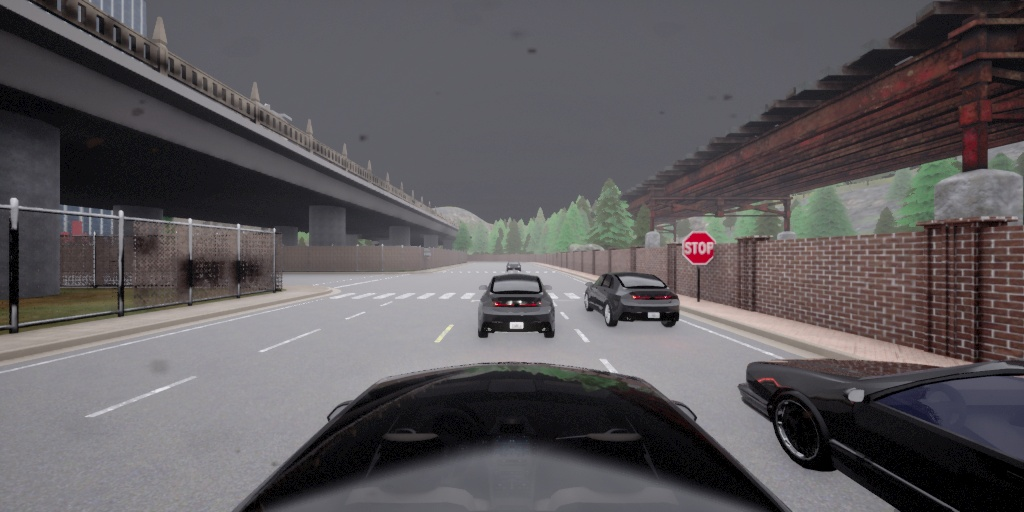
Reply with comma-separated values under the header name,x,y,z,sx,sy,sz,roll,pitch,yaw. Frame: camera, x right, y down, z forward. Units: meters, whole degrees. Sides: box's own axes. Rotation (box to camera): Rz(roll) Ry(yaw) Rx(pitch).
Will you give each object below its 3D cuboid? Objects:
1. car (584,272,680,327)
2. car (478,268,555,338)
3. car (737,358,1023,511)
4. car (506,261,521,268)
name,x,y,z,sx,sy,sz,roll,pitch,yaw
car,3.608,1.255,11.522,1.837,1.490,4.892,0,0,0
car,0.105,1.255,10.166,1.837,1.490,4.892,0,0,0
car,3.600,1.297,1.776,2.033,1.411,5.357,0,0,0
car,0.218,1.351,46.381,1.895,1.301,4.718,0,0,-1
